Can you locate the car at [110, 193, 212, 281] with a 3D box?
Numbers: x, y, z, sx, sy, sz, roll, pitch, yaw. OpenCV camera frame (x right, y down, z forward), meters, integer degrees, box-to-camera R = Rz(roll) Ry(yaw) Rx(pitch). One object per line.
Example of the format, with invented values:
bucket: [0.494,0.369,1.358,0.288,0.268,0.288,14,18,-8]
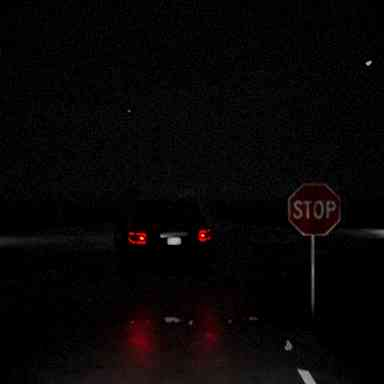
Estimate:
car: [-1.155,1.133,9.959,2.150,2.045,5.566,0,1,-16]

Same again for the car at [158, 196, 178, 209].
car: [-2.857,1.233,40.698,2.033,1.411,5.357,0,0,0]

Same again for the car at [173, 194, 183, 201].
car: [-2.787,1.149,66.477,1.895,1.301,4.718,0,0,0]

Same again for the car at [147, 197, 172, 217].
car: [-2.813,1.242,30.044,1.882,1.535,5.008,0,0,-2]

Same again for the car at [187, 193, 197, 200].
car: [-0.040,0.990,72.088,1.994,1.385,4.181,0,0,0]

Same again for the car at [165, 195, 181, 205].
car: [-2.848,1.152,51.273,2.033,1.411,5.357,0,0,0]
